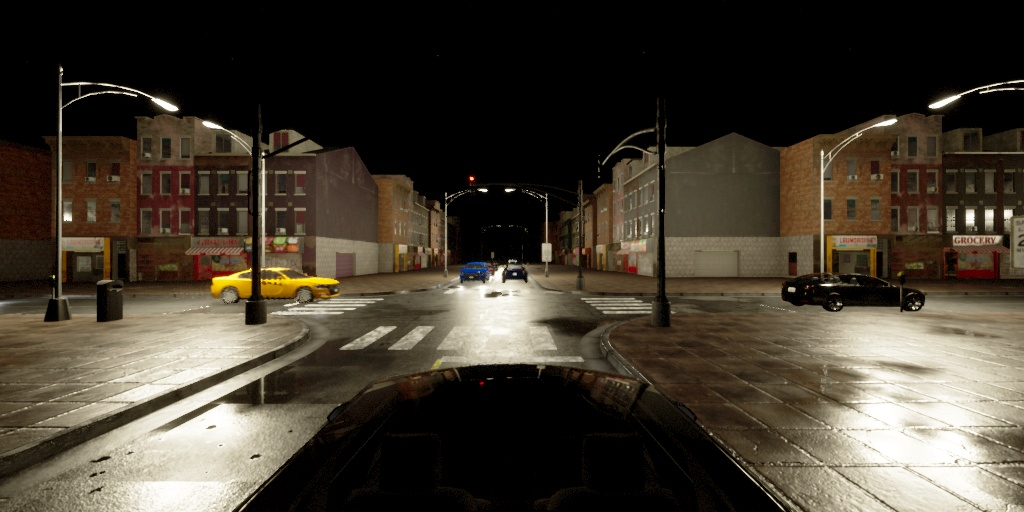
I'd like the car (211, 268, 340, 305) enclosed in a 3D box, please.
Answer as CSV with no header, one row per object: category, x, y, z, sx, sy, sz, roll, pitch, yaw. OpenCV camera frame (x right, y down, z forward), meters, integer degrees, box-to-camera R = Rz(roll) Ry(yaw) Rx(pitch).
car,-10.303,1.256,15.837,5.008,1.535,1.882,0,0,-1

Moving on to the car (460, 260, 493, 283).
car,-2.822,1.237,27.913,1.882,1.535,5.008,0,0,1

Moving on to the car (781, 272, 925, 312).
car,12.359,1.266,13.169,4.313,1.339,1.948,0,0,0

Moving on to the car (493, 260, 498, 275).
car,-2.833,1.330,37.864,1.994,1.385,4.181,0,0,0

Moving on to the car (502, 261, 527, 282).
car,0.179,1.324,28.877,1.994,1.385,4.181,0,0,-1
